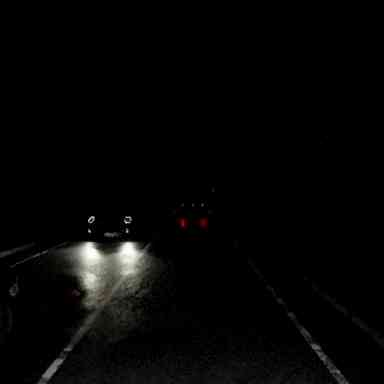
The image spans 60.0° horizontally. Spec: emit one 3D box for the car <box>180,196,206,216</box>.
[{"bbox_3d":[0.096,1.085,28.688,2.097,1.767,4.553,0,0,1],"label":"car"}]

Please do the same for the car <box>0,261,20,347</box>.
[{"bbox_3d":[-3.593,1.496,3.437,1.812,1.442,4.674,0,0,0],"label":"car"}]

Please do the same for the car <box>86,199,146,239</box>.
[{"bbox_3d":[-3.548,1.179,16.234,2.097,1.767,4.553,0,1,0],"label":"car"}]

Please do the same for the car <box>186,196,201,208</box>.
[{"bbox_3d":[0.187,1.261,44.641,1.837,1.490,4.892,0,0,1],"label":"car"}]
